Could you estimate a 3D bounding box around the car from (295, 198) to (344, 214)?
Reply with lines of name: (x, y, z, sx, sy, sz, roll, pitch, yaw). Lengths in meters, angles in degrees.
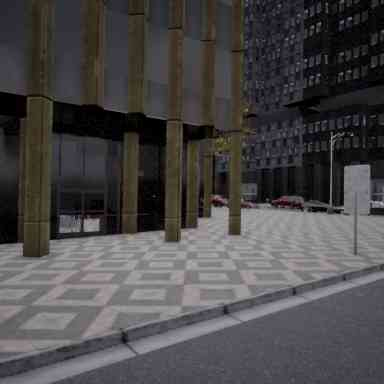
car: (13.160, 1.540, 33.817, 1.947, 1.339, 4.313, 1, -1, -35)

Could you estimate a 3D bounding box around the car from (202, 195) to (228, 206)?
car: (4.162, 1.512, 61.239, 2.192, 1.841, 5.009, 1, -1, -35)

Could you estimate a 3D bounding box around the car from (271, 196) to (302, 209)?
car: (13.731, 1.488, 47.751, 2.192, 1.841, 5.009, 1, -1, -35)

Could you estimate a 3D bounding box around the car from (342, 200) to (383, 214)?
car: (20.107, 1.709, 38.756, 2.008, 1.369, 4.403, 1, -1, -35)

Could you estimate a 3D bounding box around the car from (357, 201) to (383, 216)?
car: (16.351, 1.518, 29.321, 2.008, 1.369, 4.403, 1, -1, -35)

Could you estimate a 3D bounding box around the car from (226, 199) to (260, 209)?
car: (6.780, 1.571, 42.809, 1.802, 1.307, 4.206, 1, -1, -35)

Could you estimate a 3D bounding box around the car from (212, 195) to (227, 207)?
car: (3.594, 1.312, 47.309, 2.192, 1.841, 5.009, 1, -1, -35)
